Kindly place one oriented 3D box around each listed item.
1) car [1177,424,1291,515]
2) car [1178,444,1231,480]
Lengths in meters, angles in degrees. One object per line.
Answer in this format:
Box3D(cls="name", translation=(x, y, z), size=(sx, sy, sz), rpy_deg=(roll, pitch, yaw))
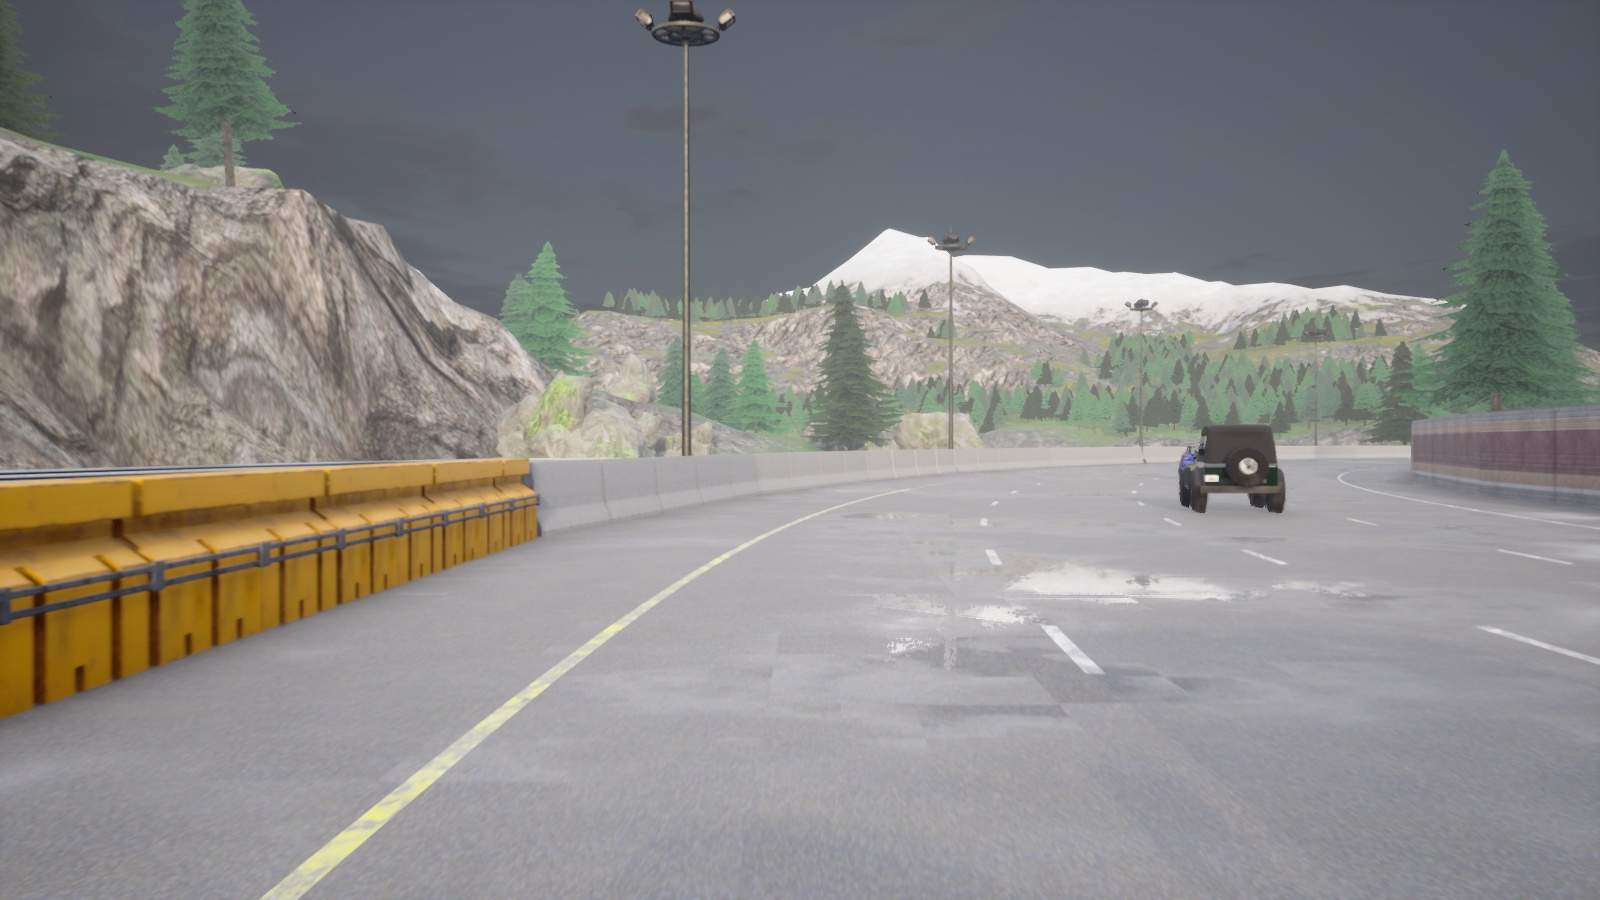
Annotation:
Box3D(cls="car", translation=(9.591, 0.392, 28.017), size=(1.905, 1.878, 3.866), rpy_deg=(0, 0, 11))
Box3D(cls="car", translation=(17.171, 0.475, 53.206), size=(1.816, 1.474, 4.193), rpy_deg=(0, 0, 22))
